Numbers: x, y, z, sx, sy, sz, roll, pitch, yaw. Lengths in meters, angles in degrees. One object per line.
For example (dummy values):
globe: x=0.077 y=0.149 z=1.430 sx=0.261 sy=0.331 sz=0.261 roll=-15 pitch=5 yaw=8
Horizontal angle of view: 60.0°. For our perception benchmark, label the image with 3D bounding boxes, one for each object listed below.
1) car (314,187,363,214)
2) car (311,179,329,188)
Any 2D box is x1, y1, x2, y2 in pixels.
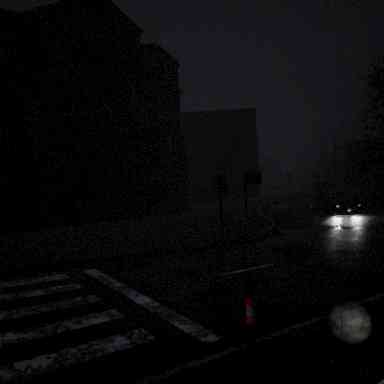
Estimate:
car: x=10.230 y=0.662 z=23.775 sx=2.033 sy=1.411 sz=5.357 roll=-3 pitch=2 yaw=6
car: x=22.597 y=-1.512 z=58.891 sx=1.882 sy=1.535 sz=5.008 roll=-3 pitch=1 yaw=4
